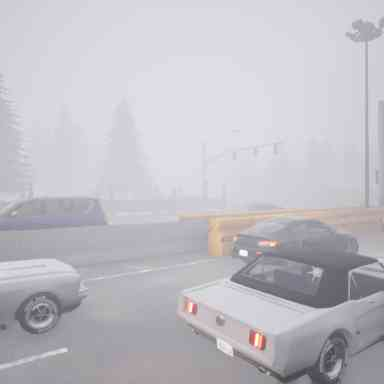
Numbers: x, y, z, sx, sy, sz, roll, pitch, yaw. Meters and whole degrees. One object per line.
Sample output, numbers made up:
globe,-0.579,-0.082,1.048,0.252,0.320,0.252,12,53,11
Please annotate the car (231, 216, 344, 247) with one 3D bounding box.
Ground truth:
car,3.276,1.473,10.352,4.674,1.442,1.812,-1,0,-35

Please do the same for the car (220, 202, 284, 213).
car,4.517,1.429,24.250,5.357,1.411,2.033,0,0,-35

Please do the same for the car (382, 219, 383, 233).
car,10.661,1.407,15.598,4.674,1.442,1.812,-1,0,-36

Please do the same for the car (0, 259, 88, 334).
car,-4.140,1.601,5.092,4.718,1.301,1.895,0,0,-35

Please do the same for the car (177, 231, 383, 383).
car,2.212,1.576,5.310,4.718,1.301,1.895,-1,0,-35

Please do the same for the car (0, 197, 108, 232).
car,-5.965,1.214,12.625,5.566,2.045,2.150,-1,0,-35
